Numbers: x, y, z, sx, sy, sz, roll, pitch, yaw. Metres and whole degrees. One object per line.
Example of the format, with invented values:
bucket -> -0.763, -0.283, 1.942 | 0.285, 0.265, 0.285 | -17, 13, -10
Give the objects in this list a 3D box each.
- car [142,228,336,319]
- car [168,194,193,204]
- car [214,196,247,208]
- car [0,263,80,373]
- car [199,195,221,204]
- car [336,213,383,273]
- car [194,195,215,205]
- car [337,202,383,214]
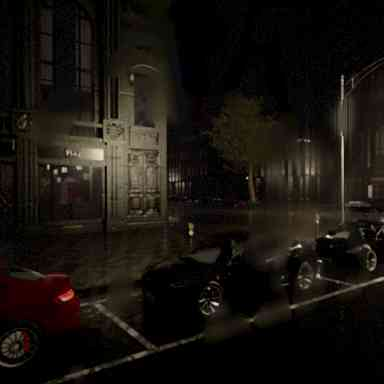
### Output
car -> 1.007, 1.565, 7.371 | 4.313, 1.339, 1.947 | 0, 0, -36
car -> -2.895, 1.370, 68.917 | 2.150, 2.045, 5.566 | 0, 0, -36
car -> 6.135, 1.583, 50.624 | 1.882, 1.535, 5.008 | 0, 0, -36
car -> -3.577, 1.582, 4.092 | 4.206, 1.307, 1.802 | 0, 0, -36
car -> 3.525, 1.465, 65.632 | 2.097, 1.767, 4.553 | 0, 0, -35
car -> 5.592, 1.564, 10.649 | 4.313, 1.339, 1.947 | 0, 0, -36
car -> 3.050, 1.609, 60.730 | 2.128, 1.511, 4.902 | 0, 0, -35
car -> 17.680, 1.651, 34.535 | 1.895, 1.301, 4.718 | 0, 0, -36
